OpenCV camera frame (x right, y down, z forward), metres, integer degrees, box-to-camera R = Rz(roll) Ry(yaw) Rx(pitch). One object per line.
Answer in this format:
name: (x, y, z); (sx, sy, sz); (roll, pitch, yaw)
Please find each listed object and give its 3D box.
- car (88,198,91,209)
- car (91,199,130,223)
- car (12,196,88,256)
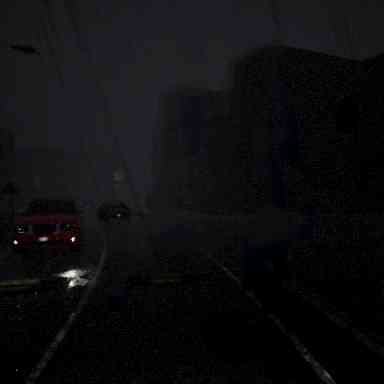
car: (-12.693, 1.506, 39.957); (1.812, 1.442, 4.674); (-2, 1, -21)
car: (-5.956, 1.401, 24.929); (2.128, 1.511, 4.902); (-2, 1, -23)
car: (-5.693, 1.228, 13.800); (2.150, 2.045, 5.566); (-1, 0, -15)
